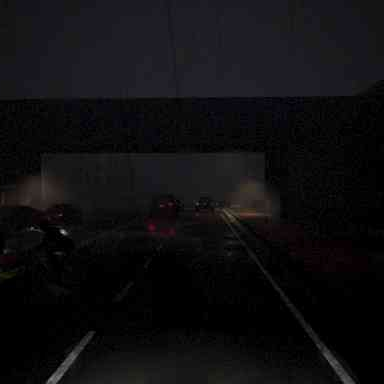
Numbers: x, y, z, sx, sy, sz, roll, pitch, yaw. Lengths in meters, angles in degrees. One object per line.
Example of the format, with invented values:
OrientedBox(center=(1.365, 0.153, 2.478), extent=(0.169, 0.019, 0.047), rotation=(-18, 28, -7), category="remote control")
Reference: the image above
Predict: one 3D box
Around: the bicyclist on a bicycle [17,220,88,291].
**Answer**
OrientedBox(center=(-3.192, 1.455, 7.572), extent=(1.656, 1.620, 0.582), rotation=(-2, 0, 2), category="bicyclist on a bicycle")

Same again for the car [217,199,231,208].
OrientedBox(center=(3.996, 1.601, 47.745), extent=(1.895, 1.301, 4.718), rotation=(0, 0, 30), category="car")

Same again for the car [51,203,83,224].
OrientedBox(center=(-9.632, 1.568, 24.823), extent=(1.812, 1.442, 4.674), rotation=(0, 0, 2), category="car")

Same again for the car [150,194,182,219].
OrientedBox(center=(-2.351, 1.221, 29.597), extent=(2.150, 2.045, 5.566), rotation=(0, 0, 2), category="car")

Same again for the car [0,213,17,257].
OrientedBox(center=(-6.831, 1.504, 8.471), extent=(1.837, 1.490, 4.892), rotation=(0, 0, 2), category="car")

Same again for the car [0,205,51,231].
OrientedBox(center=(-9.974, 1.477, 18.184), extent=(1.882, 1.535, 5.008), rotation=(0, 0, 2), category="car")

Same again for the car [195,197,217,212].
OrientedBox(center=(1.529, 1.352, 38.860), extent=(2.097, 1.767, 4.553), rotation=(0, 0, 3), category="car")

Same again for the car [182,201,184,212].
OrientedBox(center=(-2.004, 1.564, 38.938), extent=(1.994, 1.385, 4.181), rotation=(0, 0, 1), category="car")
